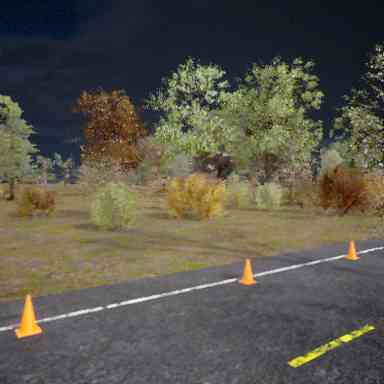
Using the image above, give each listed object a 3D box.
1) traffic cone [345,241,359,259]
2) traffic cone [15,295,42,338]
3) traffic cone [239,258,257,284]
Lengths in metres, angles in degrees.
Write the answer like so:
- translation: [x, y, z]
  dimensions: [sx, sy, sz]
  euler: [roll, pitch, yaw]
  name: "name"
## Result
- translation: [5.406, 1.939, 11.227]
  dimensions: [0.340, 0.580, 0.340]
  euler: [0, 0, -37]
  name: "traffic cone"
- translation: [-2.634, 1.958, 5.364]
  dimensions: [0.340, 0.580, 0.340]
  euler: [0, 0, -36]
  name: "traffic cone"
- translation: [1.398, 1.949, 8.280]
  dimensions: [0.340, 0.580, 0.340]
  euler: [0, 0, -36]
  name: "traffic cone"
